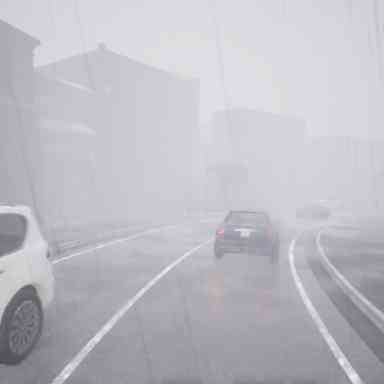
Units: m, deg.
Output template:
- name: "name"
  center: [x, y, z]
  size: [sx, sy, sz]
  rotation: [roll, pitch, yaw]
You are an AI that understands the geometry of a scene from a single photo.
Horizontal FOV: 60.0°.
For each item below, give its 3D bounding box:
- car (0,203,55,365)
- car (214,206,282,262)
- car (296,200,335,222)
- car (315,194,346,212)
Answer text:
- name: "car"
  center: [-3.345, 1.175, 2.884]
  size: [2.150, 2.045, 5.566]
  rotation: [0, 0, 5]
- name: "car"
  center: [2.241, 1.347, 12.482]
  size: [2.097, 1.767, 4.553]
  rotation: [2, 0, 15]
- name: "car"
  center: [10.552, 1.709, 28.803]
  size: [1.994, 1.385, 4.181]
  rotation: [4, 2, 37]
- name: "car"
  center: [16.305, 1.313, 39.781]
  size: [5.566, 2.045, 2.150]
  rotation: [1, 3, -38]
